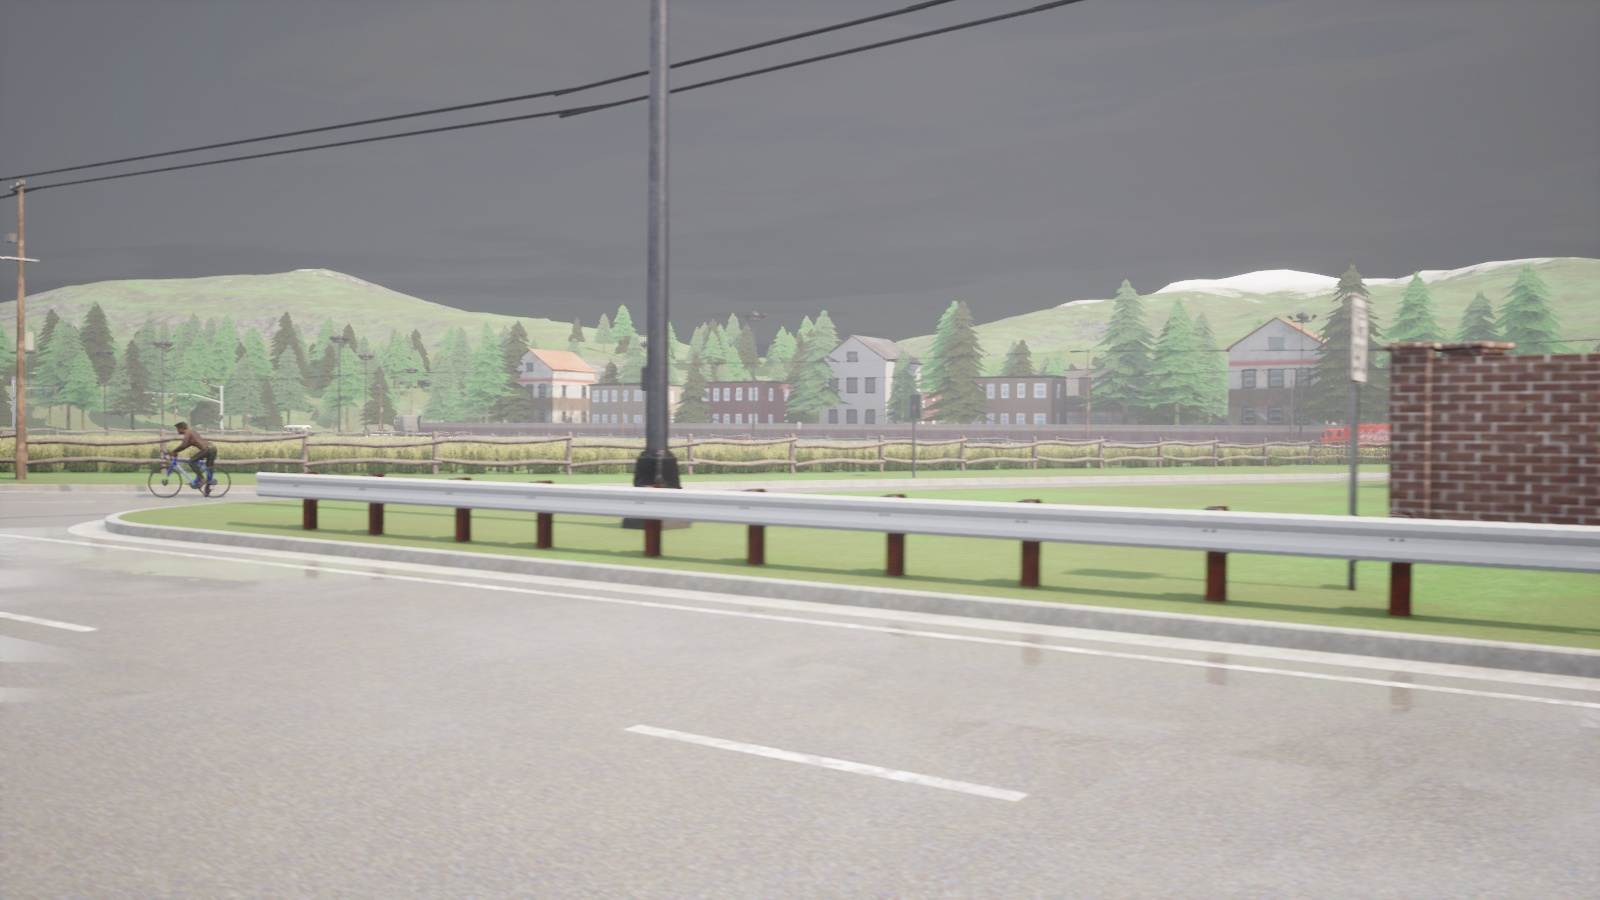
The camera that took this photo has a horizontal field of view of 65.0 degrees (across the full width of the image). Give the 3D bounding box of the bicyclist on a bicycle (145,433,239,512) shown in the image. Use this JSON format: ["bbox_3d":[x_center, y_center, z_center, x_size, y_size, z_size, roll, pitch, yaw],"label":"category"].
[{"bbox_3d":[-12.863,0.466,26.593,1.656,1.620,0.582,-1,1,-11],"label":"bicyclist on a bicycle"}]

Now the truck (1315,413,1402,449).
[{"bbox_3d":[39.481,-1.307,88.815,5.204,2.467,2.627,0,1,34],"label":"truck"}]
